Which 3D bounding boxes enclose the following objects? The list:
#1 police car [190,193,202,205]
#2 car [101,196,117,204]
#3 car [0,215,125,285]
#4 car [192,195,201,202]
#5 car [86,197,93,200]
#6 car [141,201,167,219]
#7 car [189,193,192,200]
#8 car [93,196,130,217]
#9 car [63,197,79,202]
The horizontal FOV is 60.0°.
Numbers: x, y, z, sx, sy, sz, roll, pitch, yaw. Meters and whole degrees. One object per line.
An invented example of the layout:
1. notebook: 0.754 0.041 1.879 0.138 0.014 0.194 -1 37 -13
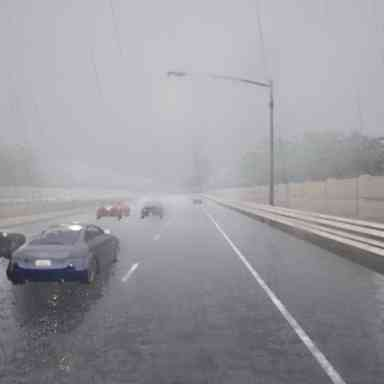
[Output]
1. police car: 1.043 1.622 65.619 1.930 1.638 5.238 0 0 0
2. car: -17.508 1.703 70.228 2.128 1.511 4.902 0 0 0
3. car: -3.401 1.594 9.609 1.994 1.385 4.181 0 0 0
4. car: 1.041 1.561 81.477 2.097 1.767 4.553 0 0 0
5. car: -21.008 1.730 70.227 1.994 1.385 4.181 0 0 0
6. car: -3.403 1.598 29.911 1.837 1.490 4.892 0 0 0
7. car: 1.041 1.562 75.477 2.097 1.767 4.553 0 0 0
8. car: -6.903 1.444 29.586 2.097 1.767 4.553 0 0 0
9. car: -24.507 1.714 67.588 1.812 1.442 4.674 0 0 0
